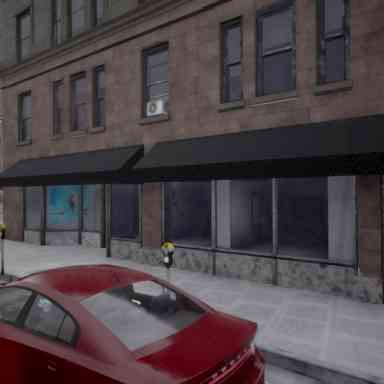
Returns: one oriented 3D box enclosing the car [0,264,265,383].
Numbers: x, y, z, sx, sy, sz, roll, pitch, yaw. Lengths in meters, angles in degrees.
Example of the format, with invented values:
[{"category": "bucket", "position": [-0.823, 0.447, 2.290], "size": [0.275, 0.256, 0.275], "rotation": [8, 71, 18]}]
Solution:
[{"category": "car", "position": [-1.416, 1.545, 3.876], "size": [4.507, 1.381, 1.887], "rotation": [0, 0, 36]}]
